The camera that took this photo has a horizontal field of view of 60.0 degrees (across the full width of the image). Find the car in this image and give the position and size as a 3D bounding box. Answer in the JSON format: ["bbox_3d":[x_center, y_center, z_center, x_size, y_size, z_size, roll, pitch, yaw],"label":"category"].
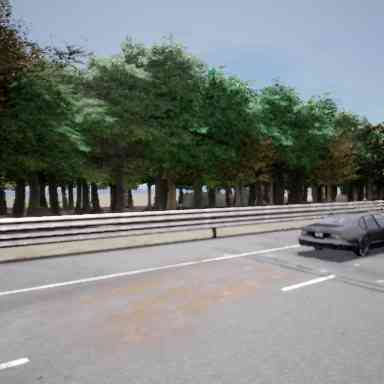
[{"bbox_3d":[6.256,1.447,12.497,5.357,1.411,2.033,-1,0,-35],"label":"car"}]
